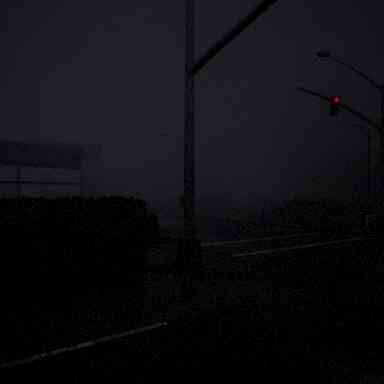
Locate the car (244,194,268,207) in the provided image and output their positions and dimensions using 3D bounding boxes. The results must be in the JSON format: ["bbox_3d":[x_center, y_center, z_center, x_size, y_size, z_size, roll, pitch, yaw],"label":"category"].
[{"bbox_3d":[9.638,1.320,46.598,3.633,1.501,1.845,0,0,-35],"label":"car"}]

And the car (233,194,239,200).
[{"bbox_3d":[9.436,1.232,77.890,3.806,1.475,1.970,0,0,-35],"label":"car"}]

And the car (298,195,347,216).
[{"bbox_3d":[12.008,1.340,29.956,4.514,1.523,2.007,0,0,-35],"label":"car"}]

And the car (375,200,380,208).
[{"bbox_3d":[25.525,1.384,43.097,3.806,1.475,1.970,0,0,-35],"label":"car"}]

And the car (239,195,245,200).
[{"bbox_3d":[13.388,1.154,72.824,5.027,1.636,2.152,0,0,-35],"label":"car"}]

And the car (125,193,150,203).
[{"bbox_3d":[-9.562,1.361,60.502,3.806,1.475,1.970,0,0,-35],"label":"car"}]

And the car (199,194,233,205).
[{"bbox_3d":[3.931,1.298,54.801,4.514,1.523,2.007,0,0,-35],"label":"car"}]

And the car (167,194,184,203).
[{"bbox_3d":[-2.644,1.097,65.405,4.605,1.855,1.932,0,0,-35],"label":"car"}]

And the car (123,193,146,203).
[{"bbox_3d":[-10.972,1.077,63.575,3.866,1.878,1.905,0,0,-35],"label":"car"}]

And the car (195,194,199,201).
[{"bbox_3d":[1.562,1.298,76.838,4.514,1.523,2.007,0,0,-35],"label":"car"}]

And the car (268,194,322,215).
[{"bbox_3d":[10.163,1.330,32.493,5.027,1.636,2.152,0,0,-35],"label":"car"}]
